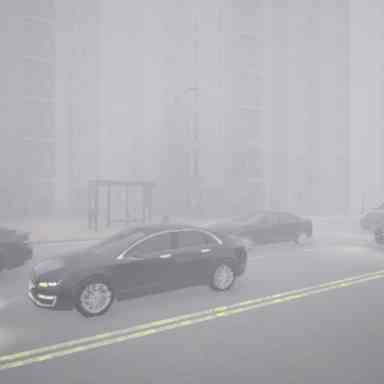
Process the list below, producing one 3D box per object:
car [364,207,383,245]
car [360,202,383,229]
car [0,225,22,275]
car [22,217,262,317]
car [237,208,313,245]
[{"bbox_3d":[9.686,1.505,14.068,4.892,1.490,1.837,1,0,-32],"label":"car"},{"bbox_3d":[12.006,1.349,19.603,4.553,1.767,2.097,0,0,-31],"label":"car"},{"bbox_3d":[-6.736,1.504,8.473,4.892,1.490,1.837,0,0,-27],"label":"car"},{"bbox_3d":[-0.947,1.504,7.488,4.892,1.490,1.837,0,0,-32],"label":"car"},{"bbox_3d":[2.927,1.476,14.011,5.008,1.535,1.882,0,0,-32],"label":"car"}]
